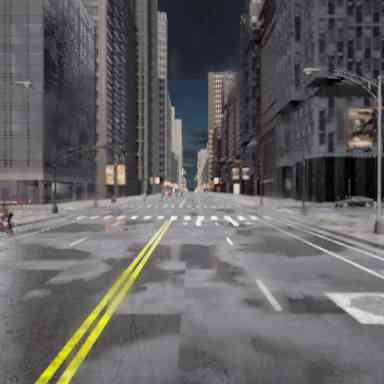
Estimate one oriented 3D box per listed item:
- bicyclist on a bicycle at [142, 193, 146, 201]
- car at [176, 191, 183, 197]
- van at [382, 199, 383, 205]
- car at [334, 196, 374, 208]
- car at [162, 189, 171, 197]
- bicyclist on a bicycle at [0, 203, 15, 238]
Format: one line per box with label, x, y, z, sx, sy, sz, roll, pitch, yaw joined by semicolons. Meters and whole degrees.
bicyclist on a bicycle;-8.720;0.955;60.823;0.866;1.612;1.509;0;0;0
car;-3.246;0.481;85.773;2.128;1.511;4.902;0;0;0
van;24.746;0.973;39.279;3.998;1.788;1.690;0;1;0
car;19.128;1.193;39.305;4.403;1.369;2.008;0;1;0
car;-6.496;0.181;85.741;2.150;2.045;5.566;0;0;0
bicyclist on a bicycle;-8.749;1.324;15.580;0.582;1.620;1.656;0;1;0
